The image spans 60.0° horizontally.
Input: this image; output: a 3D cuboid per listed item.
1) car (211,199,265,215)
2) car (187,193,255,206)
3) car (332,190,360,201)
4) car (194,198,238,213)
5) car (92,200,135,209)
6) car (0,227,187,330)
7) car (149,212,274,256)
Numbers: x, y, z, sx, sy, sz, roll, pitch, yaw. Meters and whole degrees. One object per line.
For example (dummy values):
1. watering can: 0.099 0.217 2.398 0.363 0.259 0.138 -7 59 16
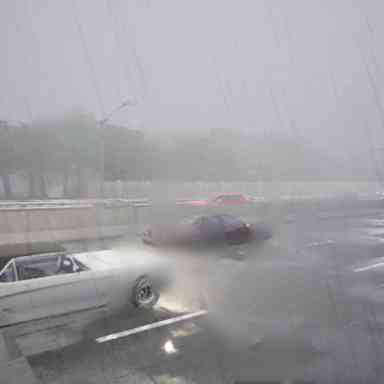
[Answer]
1. car: 4.578 1.421 32.982 5.357 1.411 2.033 0 0 -35
2. car: 2.109 1.126 26.949 5.566 2.045 2.150 0 0 -35
3. car: 26.245 0.750 56.646 5.566 2.045 2.150 -1 1 -34
4. car: 2.622 1.398 35.880 4.674 1.442 1.812 0 0 -35
5. car: -7.692 1.491 32.871 4.181 1.385 1.994 0 0 -35
6. car: -2.632 1.593 6.166 4.718 1.301 1.895 0 0 -35
7. car: 0.782 1.503 12.892 5.357 1.411 2.033 0 0 -35
